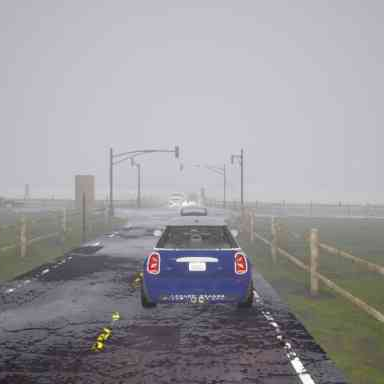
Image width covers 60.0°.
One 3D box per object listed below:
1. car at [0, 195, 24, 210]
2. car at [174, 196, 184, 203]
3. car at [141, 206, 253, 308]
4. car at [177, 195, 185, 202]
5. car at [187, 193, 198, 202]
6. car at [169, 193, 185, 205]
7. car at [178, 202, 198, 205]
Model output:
[{"bbox_3d":[-21.053,1.112,36.349,5.008,1.535,1.882,1,0,0],"label":"car"},{"bbox_3d":[-2.733,1.615,69.899,1.895,1.301,4.718,0,0,0],"label":"car"},{"bbox_3d":[0.096,1.353,8.068,2.097,1.767,4.553,0,0,0],"label":"car"},{"bbox_3d":[-2.700,1.549,80.242,1.812,1.442,4.674,0,0,0],"label":"car"},{"bbox_3d":[0.085,1.243,71.013,2.150,2.045,5.566,0,0,0],"label":"car"},{"bbox_3d":[-2.838,1.237,59.878,2.150,2.045,5.566,0,0,0],"label":"car"},{"bbox_3d":[0.091,1.507,17.234,1.837,1.490,4.892,0,0,0],"label":"car"}]
